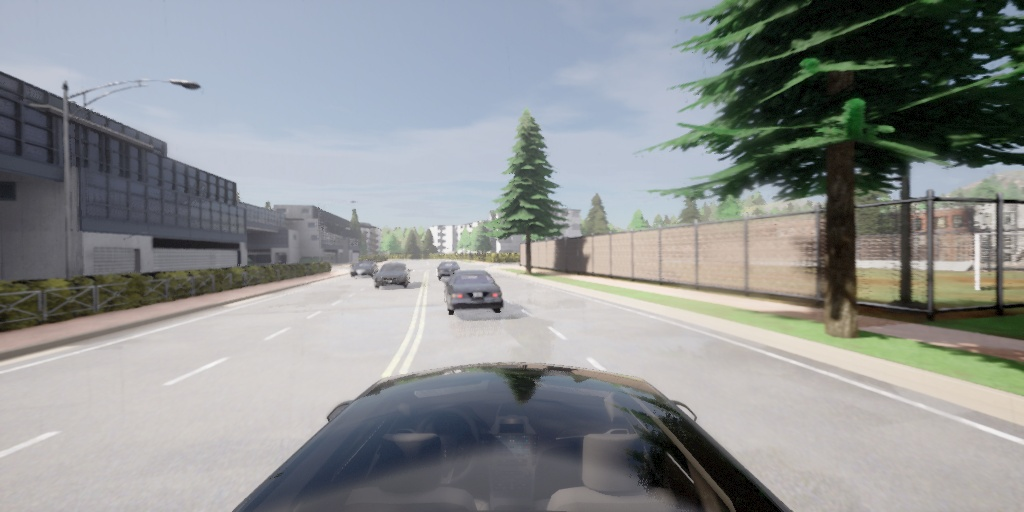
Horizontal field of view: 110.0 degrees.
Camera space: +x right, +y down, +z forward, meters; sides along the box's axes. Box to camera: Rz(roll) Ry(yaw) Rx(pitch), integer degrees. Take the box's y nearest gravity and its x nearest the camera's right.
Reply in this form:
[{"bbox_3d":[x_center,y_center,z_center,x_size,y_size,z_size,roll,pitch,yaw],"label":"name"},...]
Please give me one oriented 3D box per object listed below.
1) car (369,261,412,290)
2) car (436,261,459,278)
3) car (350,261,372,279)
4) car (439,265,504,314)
[{"bbox_3d":[-7.313,1.183,22.249,1.837,1.490,4.892,-1,0,-13],"label":"car"},{"bbox_3d":[-5.132,1.140,29.302,2.033,1.411,5.357,-1,0,-13],"label":"car"},{"bbox_3d":[-13.137,1.164,32.211,2.128,1.511,4.902,-1,0,-12],"label":"car"},{"bbox_3d":[-1.565,1.223,13.427,2.033,1.411,5.357,-1,0,-12],"label":"car"}]
